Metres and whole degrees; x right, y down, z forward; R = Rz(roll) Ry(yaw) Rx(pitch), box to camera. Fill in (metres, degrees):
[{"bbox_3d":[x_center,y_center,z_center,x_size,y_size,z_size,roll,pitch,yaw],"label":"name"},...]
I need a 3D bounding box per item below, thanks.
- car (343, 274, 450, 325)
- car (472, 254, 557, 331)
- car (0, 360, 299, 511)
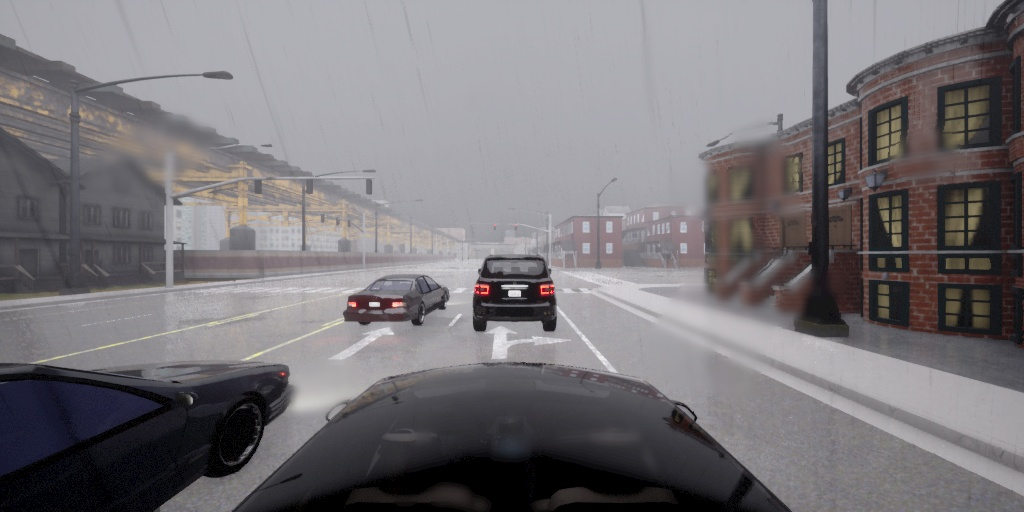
[{"bbox_3d":[-3.443,1.297,11.757,2.033,1.411,5.357,0,0,2],"label":"car"},{"bbox_3d":[0.082,0.971,11.076,2.150,2.045,5.566,0,0,0],"label":"car"},{"bbox_3d":[-3.388,1.297,1.685,2.033,1.411,5.357,0,0,-1],"label":"car"}]
